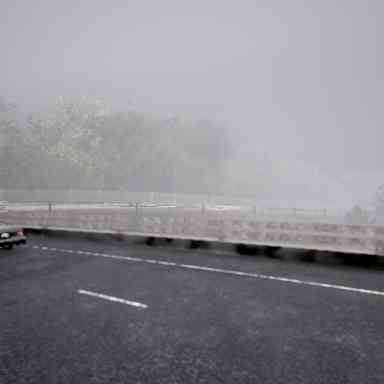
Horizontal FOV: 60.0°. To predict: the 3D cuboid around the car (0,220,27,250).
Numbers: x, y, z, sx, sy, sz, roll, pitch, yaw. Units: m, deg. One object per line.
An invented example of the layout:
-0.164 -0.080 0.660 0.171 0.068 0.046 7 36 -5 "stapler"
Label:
-9.151 1.687 13.594 5.357 1.411 2.033 -1 0 28 "car"
